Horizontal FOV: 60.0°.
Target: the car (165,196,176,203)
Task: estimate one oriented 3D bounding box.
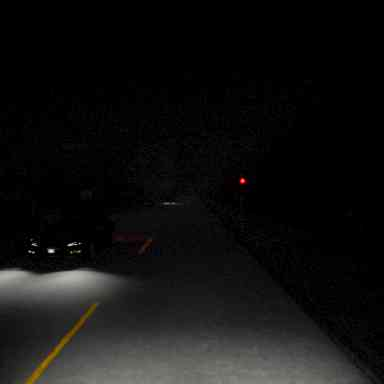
[{"bbox_3d":[-3.974,1.390,63.310,2.033,1.411,5.357,0,0,1],"label":"car"}]

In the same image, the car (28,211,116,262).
[{"bbox_3d":[-4.070,1.477,12.070,1.837,1.490,4.892,0,0,0],"label":"car"}]
